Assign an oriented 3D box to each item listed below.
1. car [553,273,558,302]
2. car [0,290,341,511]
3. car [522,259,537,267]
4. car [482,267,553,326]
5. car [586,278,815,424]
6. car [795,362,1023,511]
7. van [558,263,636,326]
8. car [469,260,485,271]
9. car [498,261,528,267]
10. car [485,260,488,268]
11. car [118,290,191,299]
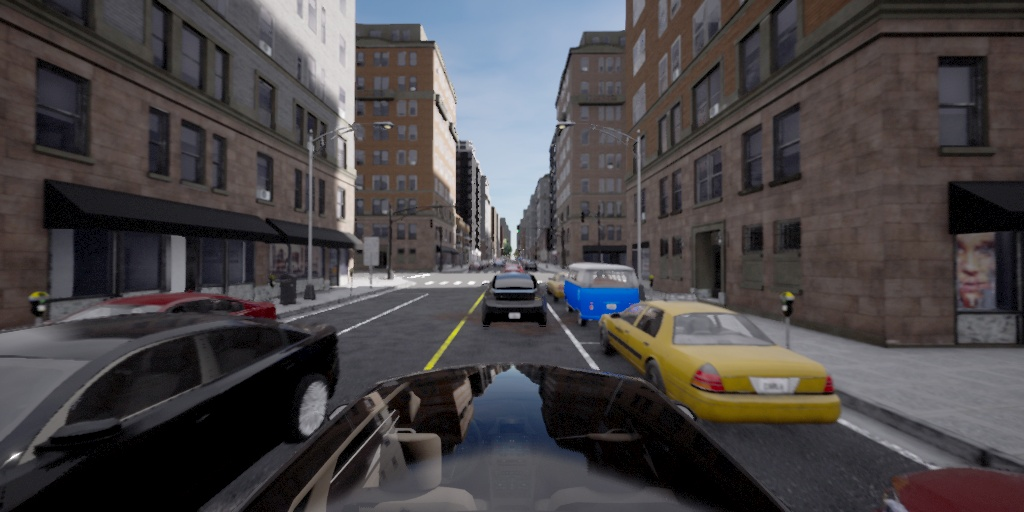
[{"bbox_3d":[2.652,1.329,17.312,1.751,1.417,4.829,0,0,0],"label":"car"},{"bbox_3d":[-3.098,1.230,2.487,1.882,1.535,5.008,0,0,0],"label":"car"},{"bbox_3d":[2.921,1.496,54.806,1.948,1.339,4.313,0,0,1],"label":"car"},{"bbox_3d":[0.075,1.292,11.729,1.837,1.490,4.892,0,0,0],"label":"car"},{"bbox_3d":[2.665,1.289,5.965,1.751,1.417,4.829,0,0,0],"label":"car"},{"bbox_3d":[2.672,1.326,0.122,1.802,1.307,4.207,0,0,0],"label":"car"},{"bbox_3d":[2.659,1.125,11.469,1.690,1.789,3.998,0,0,0],"label":"van"},{"bbox_3d":[-5.605,1.514,54.901,1.802,1.307,4.207,0,0,1],"label":"car"},{"bbox_3d":[0.071,1.369,28.563,1.812,1.442,4.674,0,0,0],"label":"car"},{"bbox_3d":[-5.541,1.516,60.430,1.948,1.339,4.313,0,0,1],"label":"car"},{"bbox_3d":[-5.861,1.309,5.788,1.888,1.381,4.507,0,0,0],"label":"car"}]
